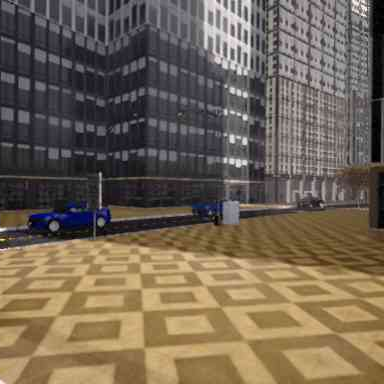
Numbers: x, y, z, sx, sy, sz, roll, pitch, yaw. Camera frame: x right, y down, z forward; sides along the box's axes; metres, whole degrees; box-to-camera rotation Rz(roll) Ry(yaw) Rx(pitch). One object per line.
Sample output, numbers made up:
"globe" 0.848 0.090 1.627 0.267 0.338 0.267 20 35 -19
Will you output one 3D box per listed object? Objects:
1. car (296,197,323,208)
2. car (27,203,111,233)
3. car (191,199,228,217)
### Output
"car" 16.192 1.401 45.629 5.008 1.535 1.882 0 1 -44
"car" -7.275 1.455 20.137 1.882 1.535 5.008 1 1 39
"car" 2.037 1.429 31.081 1.882 1.535 5.008 1 1 42
